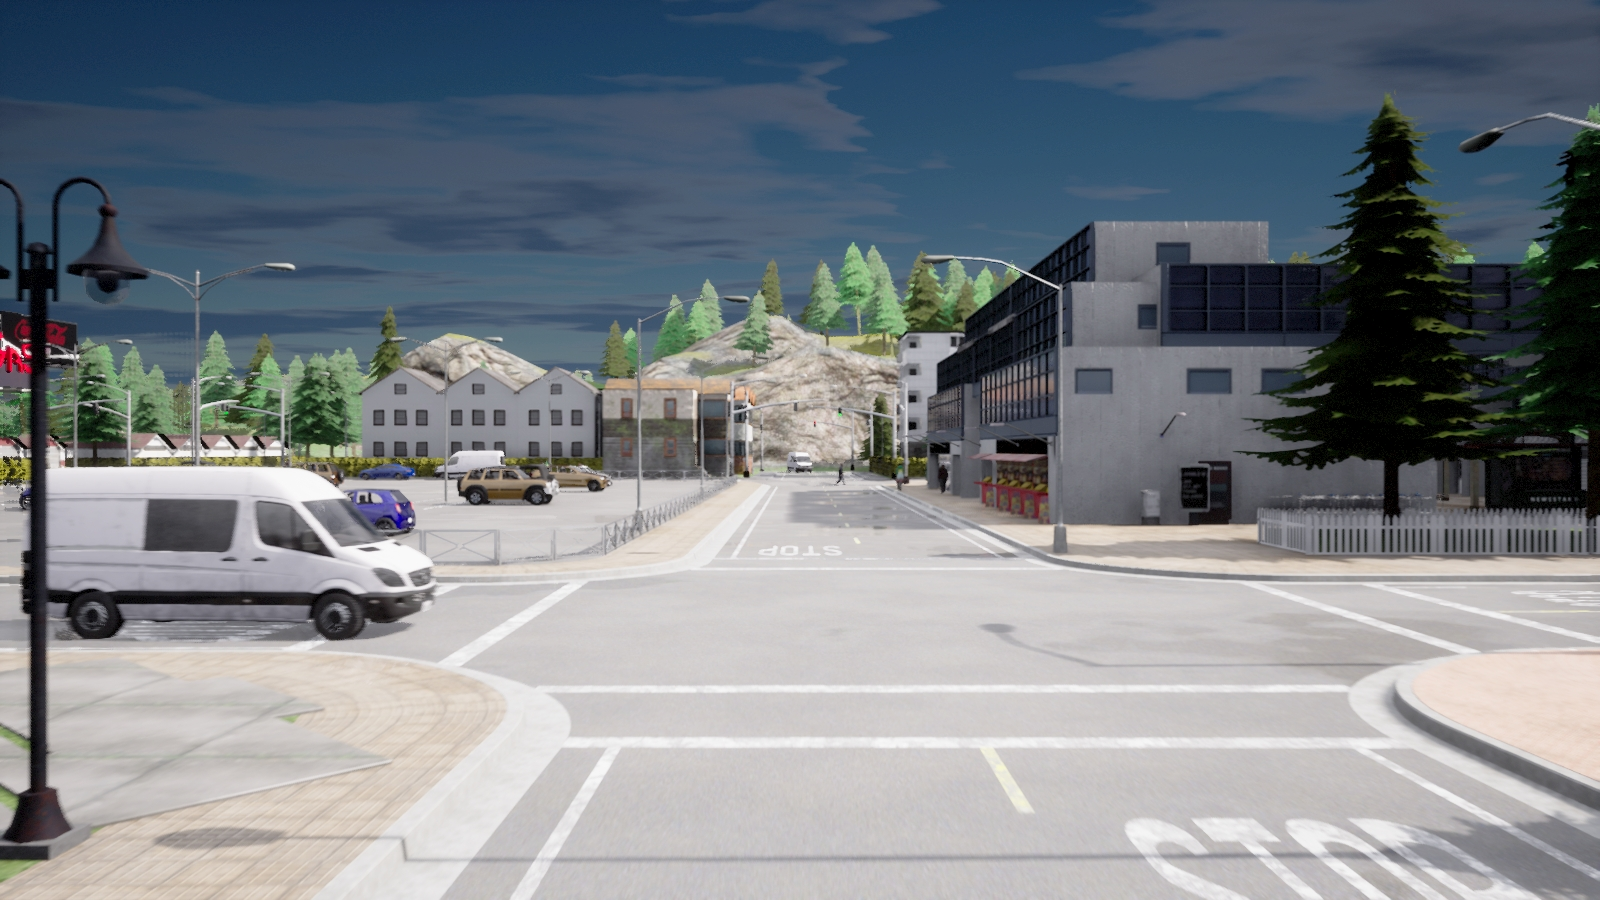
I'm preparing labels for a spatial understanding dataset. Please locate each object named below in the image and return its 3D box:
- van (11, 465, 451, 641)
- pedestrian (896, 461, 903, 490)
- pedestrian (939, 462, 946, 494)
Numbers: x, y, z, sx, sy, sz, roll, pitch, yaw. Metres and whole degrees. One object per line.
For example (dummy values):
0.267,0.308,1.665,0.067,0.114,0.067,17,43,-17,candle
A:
-8.719,1.531,17.856,5.915,2.561,1.988,0,0,2,van
6.472,1.676,74.141,0.375,1.860,0.375,0,0,-3,pedestrian
8.523,1.678,68.361,0.375,1.860,0.375,0,0,-2,pedestrian
